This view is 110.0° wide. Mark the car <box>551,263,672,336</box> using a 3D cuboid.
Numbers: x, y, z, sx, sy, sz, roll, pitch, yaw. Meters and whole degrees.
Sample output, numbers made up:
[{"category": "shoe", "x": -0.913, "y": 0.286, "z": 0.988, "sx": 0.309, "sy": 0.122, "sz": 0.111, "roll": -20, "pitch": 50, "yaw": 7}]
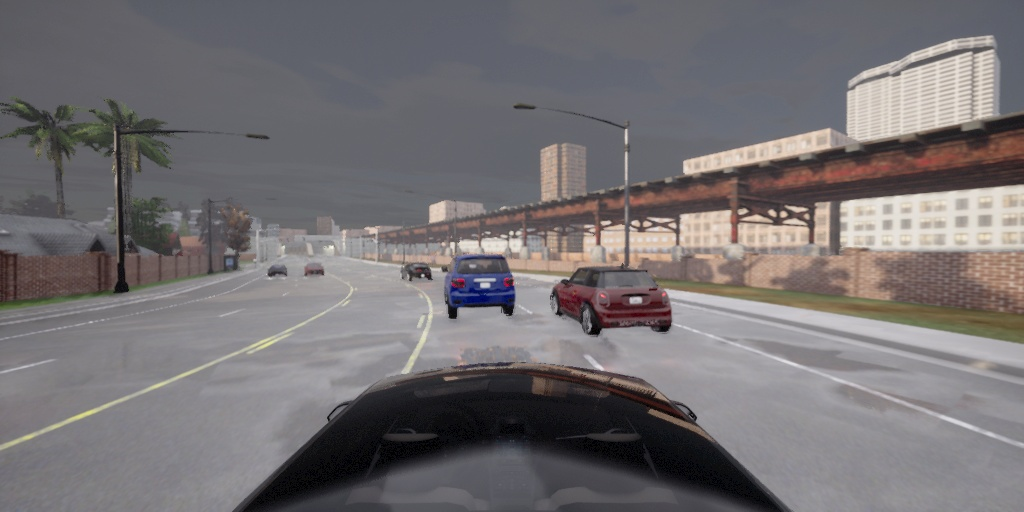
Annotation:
[{"category": "car", "x": 2.618, "y": 1.065, "z": 10.557, "sx": 2.097, "sy": 1.767, "sz": 4.553, "roll": -1, "pitch": 0, "yaw": -8}]

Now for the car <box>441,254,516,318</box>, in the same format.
[{"category": "car", "x": -1.370, "y": 0.970, "z": 13.343, "sx": 2.150, "sy": 2.045, "sz": 5.566, "roll": 0, "pitch": 0, "yaw": -12}]

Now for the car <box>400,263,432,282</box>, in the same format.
[{"category": "car", "x": -8.230, "y": 1.310, "z": 30.532, "sx": 1.837, "sy": 1.490, "sz": 4.892, "roll": -1, "pitch": 0, "yaw": -29}]

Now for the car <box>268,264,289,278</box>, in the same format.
[{"category": "car", "x": -26.481, "y": 1.633, "z": 40.664, "sx": 2.033, "sy": 1.411, "sz": 5.357, "roll": -1, "pitch": 0, "yaw": -31}]

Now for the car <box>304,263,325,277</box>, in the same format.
[{"category": "car", "x": -22.536, "y": 1.494, "z": 40.885, "sx": 1.882, "sy": 1.535, "sz": 5.008, "roll": -1, "pitch": 0, "yaw": -30}]
